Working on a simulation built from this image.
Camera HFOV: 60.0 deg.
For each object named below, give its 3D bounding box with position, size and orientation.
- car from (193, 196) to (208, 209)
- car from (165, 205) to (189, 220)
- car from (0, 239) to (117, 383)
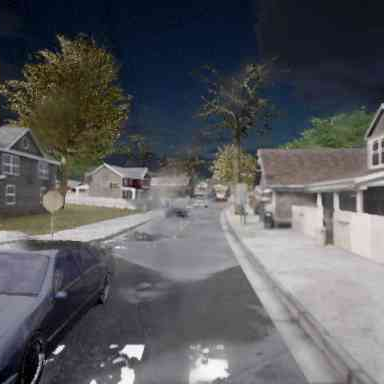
[{"bbox_3d":[1.607,1.811,58.821,2.150,2.045,5.566,0,-1,8],"label":"car"},{"bbox_3d":[-1.386,1.922,32.284,1.895,1.301,4.718,0,-1,5],"label":"car"},{"bbox_3d":[-2.660,1.563,5.453,2.033,1.411,5.357,1,1,1],"label":"car"}]
